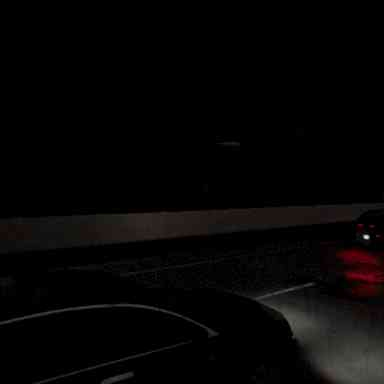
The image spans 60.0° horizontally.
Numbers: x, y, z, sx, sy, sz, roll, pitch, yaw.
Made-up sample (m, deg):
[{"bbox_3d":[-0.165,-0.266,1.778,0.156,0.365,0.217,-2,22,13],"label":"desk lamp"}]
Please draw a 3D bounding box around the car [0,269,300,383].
[{"bbox_3d":[-1.056,1.503,2.984,4.892,1.490,1.837,0,0,-36],"label":"car"}]

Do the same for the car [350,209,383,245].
[{"bbox_3d":[8.707,1.476,14.257,4.892,1.490,1.837,0,0,-36],"label":"car"}]
